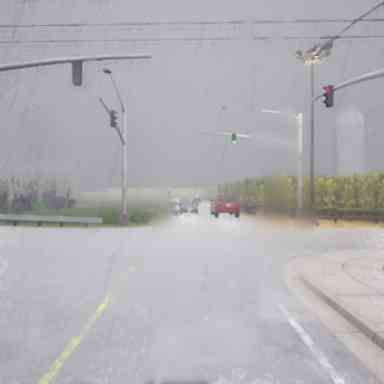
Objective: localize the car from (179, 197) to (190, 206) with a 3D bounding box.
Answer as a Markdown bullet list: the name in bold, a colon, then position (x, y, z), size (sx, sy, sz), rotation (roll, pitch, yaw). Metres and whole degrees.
- **car**: position (-1.281, 1.529, 54.951), size (1.837, 1.490, 4.892), rotation (0, 0, -3)

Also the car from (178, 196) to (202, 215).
- **car**: position (-0.350, 1.517, 33.960), size (2.128, 1.511, 4.902), rotation (0, 0, -3)

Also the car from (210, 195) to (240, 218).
- **car**: position (2.997, 1.248, 30.849), size (2.150, 2.045, 5.566), rotation (0, 0, -3)

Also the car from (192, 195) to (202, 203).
- **car**: position (0.995, 1.494, 72.215), size (1.882, 1.535, 5.008), rotation (0, 0, -3)
